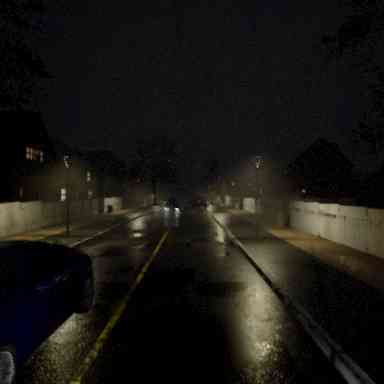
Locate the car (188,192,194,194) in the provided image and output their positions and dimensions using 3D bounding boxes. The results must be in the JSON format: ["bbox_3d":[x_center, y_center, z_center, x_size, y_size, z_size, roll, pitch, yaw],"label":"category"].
[{"bbox_3d":[0.000,1.121,78.285,2.150,2.045,5.566,0,0,0],"label":"car"}]

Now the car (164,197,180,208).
[{"bbox_3d":[-2.826,1.526,48.224,1.837,1.490,4.892,0,-1,0],"label":"car"}]

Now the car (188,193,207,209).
[{"bbox_3d":[0.931,1.336,44.983,2.097,1.767,4.553,-2,0,0],"label":"car"}]

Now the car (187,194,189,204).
[{"bbox_3d":[0.002,1.579,62.853,2.033,1.411,5.357,0,0,0],"label":"car"}]

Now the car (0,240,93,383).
[{"bbox_3d":[-2.850,1.526,4.932,1.812,1.442,4.674,0,0,0],"label":"car"}]
